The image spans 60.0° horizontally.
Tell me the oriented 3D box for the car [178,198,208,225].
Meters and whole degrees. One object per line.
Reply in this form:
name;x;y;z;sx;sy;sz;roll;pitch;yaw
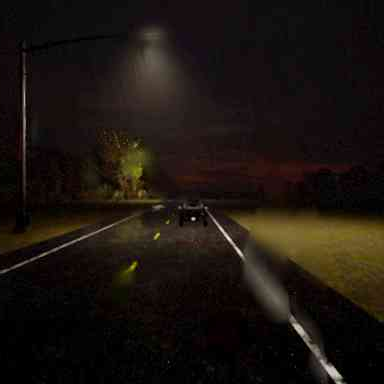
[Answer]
car;0.086;1.450;23.643;1.837;1.490;4.892;0;0;0
